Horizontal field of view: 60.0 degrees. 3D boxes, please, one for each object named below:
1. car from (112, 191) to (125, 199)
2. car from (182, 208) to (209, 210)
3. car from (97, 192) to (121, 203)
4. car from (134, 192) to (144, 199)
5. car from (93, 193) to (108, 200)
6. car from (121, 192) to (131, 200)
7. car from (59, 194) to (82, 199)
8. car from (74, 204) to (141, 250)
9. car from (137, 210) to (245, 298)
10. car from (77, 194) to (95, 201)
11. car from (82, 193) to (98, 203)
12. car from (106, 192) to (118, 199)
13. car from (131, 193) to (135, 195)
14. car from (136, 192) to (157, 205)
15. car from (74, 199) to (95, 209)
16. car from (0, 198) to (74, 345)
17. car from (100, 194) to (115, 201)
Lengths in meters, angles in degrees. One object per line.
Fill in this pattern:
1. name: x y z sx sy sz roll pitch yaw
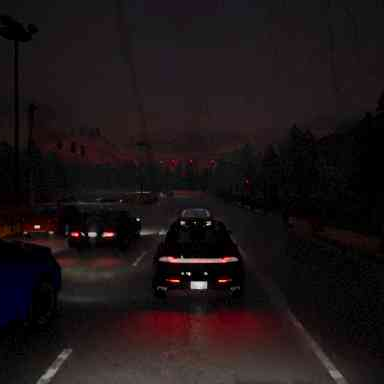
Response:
1. car: -17.011 0.779 77.449 2.097 1.767 4.553 0 0 0
2. car: 0.189 1.476 17.709 1.895 1.301 4.718 0 0 0
3. car: -13.745 1.116 55.371 1.812 1.442 4.674 0 0 1
4. car: -13.463 0.847 84.671 1.882 1.535 5.008 0 0 0
5. car: -20.528 0.921 74.915 1.882 1.535 5.008 0 0 0
6. car: -13.637 1.048 64.434 1.812 1.442 4.674 0 0 1
7. car: -20.730 1.066 55.640 1.882 1.535 5.008 0 0 2
8. car: -3.337 1.453 13.699 2.033 1.411 5.357 0 0 0
9. car: 0.134 1.438 8.379 2.128 1.511 4.902 0 0 0
10. car: -20.609 1.119 64.974 1.895 1.301 4.718 0 0 1
11. car: -17.221 1.140 57.340 1.994 1.385 4.181 0 0 1
12. car: -20.460 0.843 85.134 1.882 1.535 5.008 0 0 0
13. car: -13.531 0.971 74.455 1.812 1.442 4.674 0 0 0
14. car: -6.690 0.977 50.720 2.097 1.767 4.553 0 0 5
15. car: -6.828 1.358 17.115 1.882 1.535 5.008 0 0 0
16. car: -3.384 1.204 3.526 2.150 2.045 5.566 0 0 0
17. car: -17.079 1.064 67.316 1.994 1.385 4.181 0 0 0
